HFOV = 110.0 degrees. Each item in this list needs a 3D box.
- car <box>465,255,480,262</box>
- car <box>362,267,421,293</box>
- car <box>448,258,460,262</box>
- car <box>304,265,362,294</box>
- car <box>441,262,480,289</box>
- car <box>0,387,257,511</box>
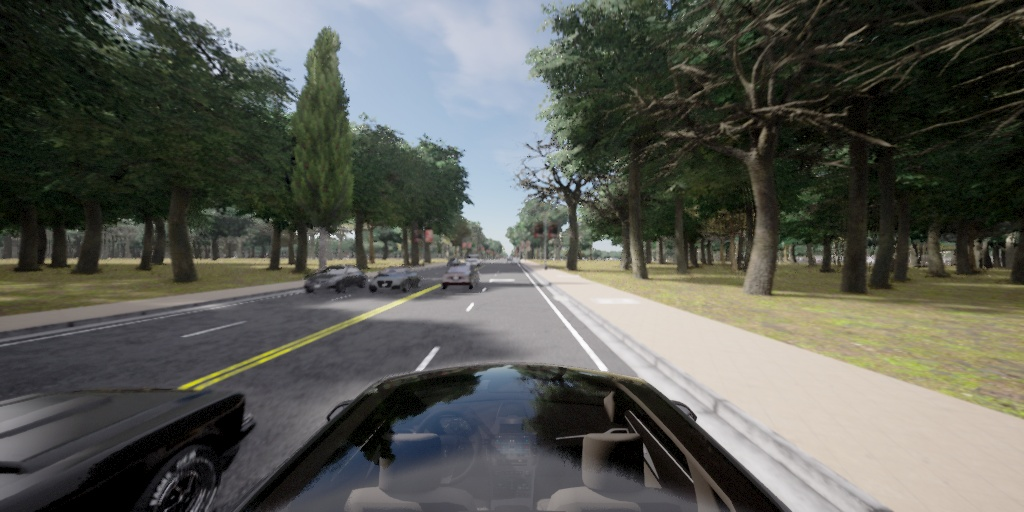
[{"bbox_3d":[-6.691,0.826,61.368,2.150,2.045,5.566,0,0,0],"label":"car"},{"bbox_3d":[-6.612,1.302,20.625,1.994,1.385,4.181,0,0,0],"label":"car"},{"bbox_3d":[-9.945,1.131,61.404,1.812,1.442,4.674,0,0,0],"label":"car"},{"bbox_3d":[-9.862,1.264,20.486,1.812,1.442,4.674,0,0,0],"label":"car"},{"bbox_3d":[-3.168,1.281,22.721,2.033,1.411,5.357,0,0,0],"label":"car"},{"bbox_3d":[-3.166,1.350,0.963,1.895,1.301,4.718,0,0,0],"label":"car"}]
